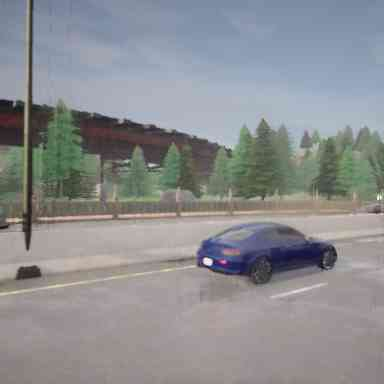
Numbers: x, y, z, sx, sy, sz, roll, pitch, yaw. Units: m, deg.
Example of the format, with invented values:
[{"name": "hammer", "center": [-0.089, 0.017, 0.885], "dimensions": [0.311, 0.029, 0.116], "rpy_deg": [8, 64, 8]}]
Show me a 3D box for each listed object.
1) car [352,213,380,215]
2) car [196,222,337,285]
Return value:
[{"name": "car", "center": [16.822, 1.876, 31.063], "dimensions": [4.674, 1.442, 1.812], "rpy_deg": [1, -1, -25]}, {"name": "car", "center": [2.272, 1.607, 9.679], "dimensions": [4.674, 1.442, 1.812], "rpy_deg": [1, 0, -36]}]
